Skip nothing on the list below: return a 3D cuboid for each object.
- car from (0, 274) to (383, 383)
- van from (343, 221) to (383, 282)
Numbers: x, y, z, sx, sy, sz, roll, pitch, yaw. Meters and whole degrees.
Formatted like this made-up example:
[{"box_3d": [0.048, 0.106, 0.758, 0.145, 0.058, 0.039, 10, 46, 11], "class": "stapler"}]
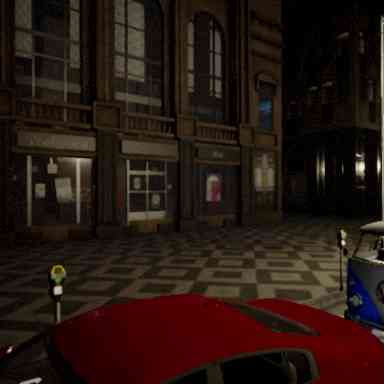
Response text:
[{"box_3d": [-0.450, 1.541, 2.202, 4.507, 1.381, 1.887, 0, 0, -35], "class": "car"}, {"box_3d": [4.143, 1.312, 5.435, 3.998, 1.788, 1.690, 0, 0, -35], "class": "van"}]
